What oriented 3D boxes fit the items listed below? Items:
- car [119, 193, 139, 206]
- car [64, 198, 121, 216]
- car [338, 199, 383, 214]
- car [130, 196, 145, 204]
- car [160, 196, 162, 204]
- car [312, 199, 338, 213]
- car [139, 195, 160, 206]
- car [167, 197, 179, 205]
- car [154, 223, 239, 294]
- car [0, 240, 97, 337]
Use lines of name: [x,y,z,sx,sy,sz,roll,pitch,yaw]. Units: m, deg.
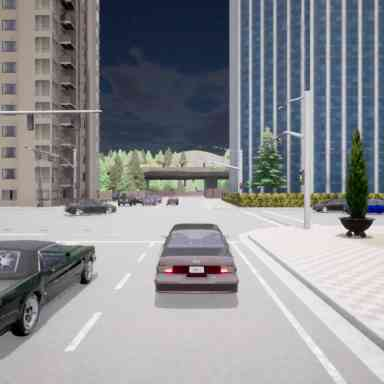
car: [-10.466,1.221,53.861,2.150,2.045,5.566,0,0,0]
car: [-9.826,1.505,32.265,4.892,1.490,1.837,0,2,-35]
car: [17.628,1.478,33.014,5.008,1.535,1.882,0,0,0]
car: [-10.394,1.547,64.101,2.033,1.411,5.357,0,0,1]
car: [-6.899,1.352,63.716,2.097,1.767,4.553,0,0,1]
car: [15.677,1.505,36.499,4.892,1.490,1.837,0,0,0]
car: [-6.959,1.352,54.827,2.097,1.767,4.553,0,0,0]
car: [-3.266,1.525,57.938,1.812,1.442,4.674,0,0,1]
car: [0.096,1.547,8.943,2.033,1.411,5.357,0,0,0]
car: [-3.423,1.601,6.606,1.895,1.301,4.718,0,0,1]
